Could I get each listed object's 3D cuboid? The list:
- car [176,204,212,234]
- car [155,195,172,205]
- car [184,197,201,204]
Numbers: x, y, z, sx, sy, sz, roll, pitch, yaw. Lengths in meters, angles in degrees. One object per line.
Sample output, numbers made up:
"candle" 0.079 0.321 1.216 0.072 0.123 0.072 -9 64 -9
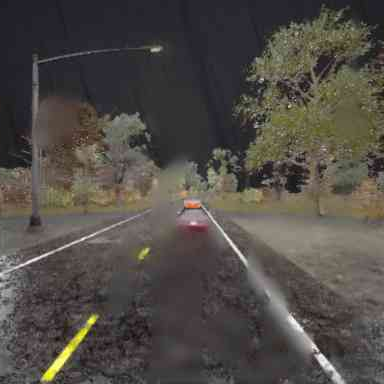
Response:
"car" 0.090 1.597 19.381 1.994 1.385 4.181 0 0 0
"car" -3.525 1.039 41.314 2.097 1.767 4.553 0 0 0
"car" 0.073 1.423 42.424 2.097 1.767 4.553 0 0 0
